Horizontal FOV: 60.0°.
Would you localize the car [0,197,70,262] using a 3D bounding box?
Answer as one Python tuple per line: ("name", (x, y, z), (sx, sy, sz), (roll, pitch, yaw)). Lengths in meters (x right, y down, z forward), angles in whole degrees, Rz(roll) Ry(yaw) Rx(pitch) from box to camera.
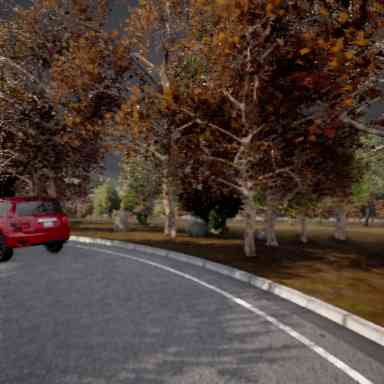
("car", (-6.993, 1.266, 12.612), (5.566, 2.045, 2.150), (-2, -1, 35))
